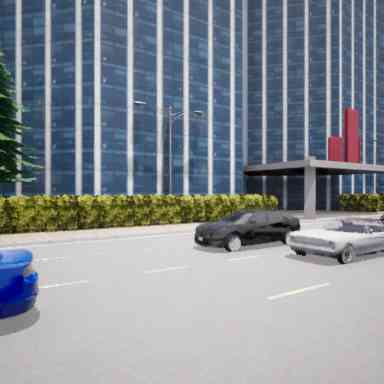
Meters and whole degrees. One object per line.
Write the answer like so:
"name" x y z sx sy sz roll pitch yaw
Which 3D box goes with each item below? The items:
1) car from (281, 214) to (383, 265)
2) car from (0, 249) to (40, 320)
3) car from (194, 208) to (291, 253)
"car" 5.600 1.601 11.830 4.718 1.301 1.895 0 0 -33
"car" -4.999 1.478 4.890 5.008 1.535 1.882 0 0 -33
"car" 2.413 1.478 13.928 5.008 1.535 1.882 -1 0 -33
